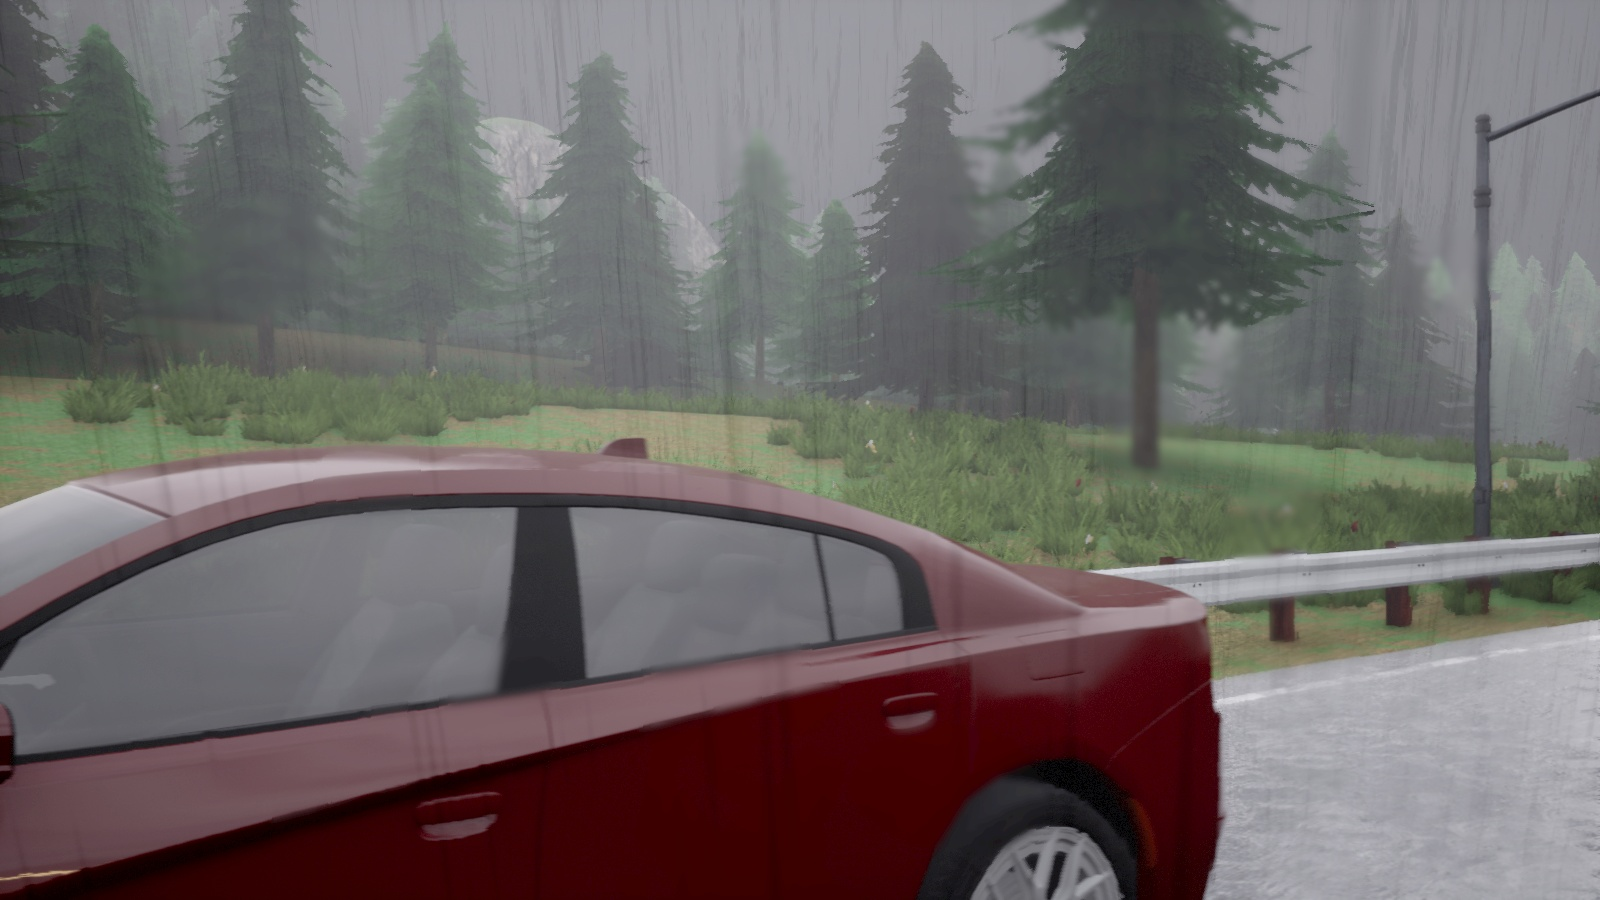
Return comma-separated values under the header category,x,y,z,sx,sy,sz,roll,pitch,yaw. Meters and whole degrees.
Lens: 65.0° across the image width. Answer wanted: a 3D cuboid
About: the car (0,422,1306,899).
category,x,y,z,sx,sy,sz,roll,pitch,yaw
car,-1.188,0.733,2.832,5.008,1.535,1.882,0,0,-35
